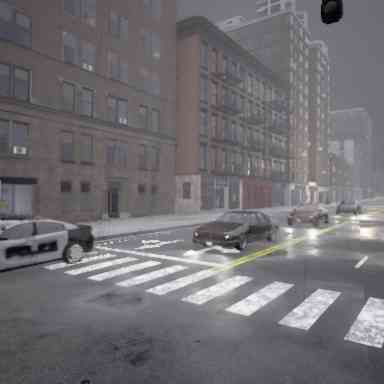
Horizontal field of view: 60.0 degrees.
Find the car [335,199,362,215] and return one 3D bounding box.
[{"bbox_3d":[16.058,1.543,33.990,1.837,1.490,4.892,0,1,36],"label":"car"}]

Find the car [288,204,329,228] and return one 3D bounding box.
[{"bbox_3d":[8.118,1.548,22.949,1.812,1.442,4.674,0,0,36],"label":"car"}]

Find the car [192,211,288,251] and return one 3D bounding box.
[{"bbox_3d":[2.204,1.559,14.687,2.033,1.411,5.357,0,0,36],"label":"car"}]

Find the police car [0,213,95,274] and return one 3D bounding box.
[{"bbox_3d":[-5.303,1.465,9.623,1.930,1.638,5.238,0,1,36],"label":"police car"}]
